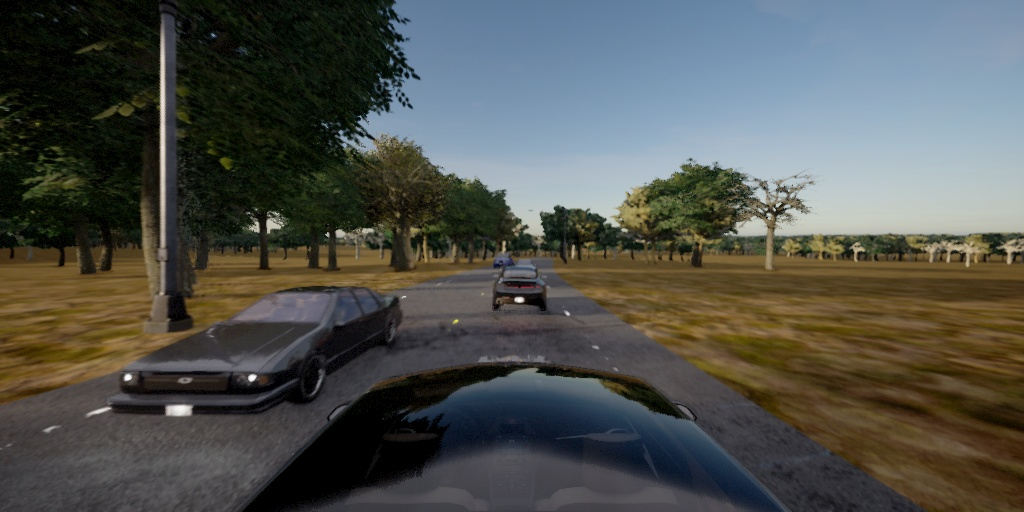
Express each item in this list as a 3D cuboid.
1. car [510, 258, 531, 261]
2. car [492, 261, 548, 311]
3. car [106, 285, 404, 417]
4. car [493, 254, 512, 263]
[{"bbox_3d":[1.171,1.077,32.956,2.033,1.411,5.357,0,1,4],"label":"car"},{"bbox_3d":[0.303,1.125,13.807,1.837,1.490,4.892,1,1,2],"label":"car"},{"bbox_3d":[-3.560,1.266,6.520,2.033,1.411,5.357,0,0,1],"label":"car"},{"bbox_3d":[-1.175,0.684,49.368,2.150,2.045,5.566,0,0,6],"label":"car"}]
